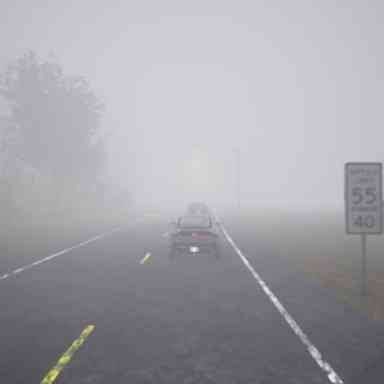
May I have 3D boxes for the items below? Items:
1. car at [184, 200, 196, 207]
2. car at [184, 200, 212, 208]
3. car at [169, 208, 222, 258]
[{"bbox_3d":[-0.409,2.292,66.540,1.994,1.385,4.181,0,-1,6],"label":"car"},{"bbox_3d":[0.573,1.653,28.305,2.097,1.767,4.553,0,-1,3],"label":"car"},{"bbox_3d":[0.140,1.650,13.417,1.837,1.490,4.892,0,0,2],"label":"car"}]
